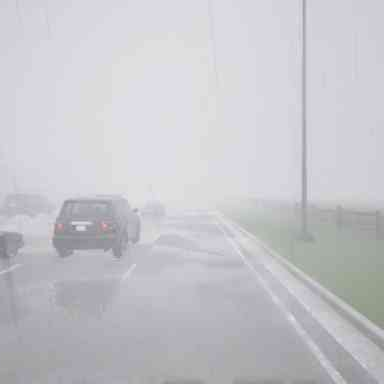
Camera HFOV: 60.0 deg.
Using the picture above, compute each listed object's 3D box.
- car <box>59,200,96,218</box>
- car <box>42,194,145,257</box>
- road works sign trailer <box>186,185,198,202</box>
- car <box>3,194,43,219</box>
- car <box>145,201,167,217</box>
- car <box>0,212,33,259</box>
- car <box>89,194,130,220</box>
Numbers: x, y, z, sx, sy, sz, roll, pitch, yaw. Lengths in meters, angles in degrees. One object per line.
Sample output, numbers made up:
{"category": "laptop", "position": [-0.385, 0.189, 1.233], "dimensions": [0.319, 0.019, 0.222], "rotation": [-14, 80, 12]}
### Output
{"category": "car", "position": [-10.409, 1.470, 30.562], "dimensions": [1.812, 1.442, 4.674], "rotation": [0, 0, 0]}
{"category": "car", "position": [-3.404, 1.198, 12.885], "dimensions": [2.150, 2.045, 5.566], "rotation": [0, 0, 0]}
{"category": "road works sign trailer", "position": [-0.021, 0.339, 69.811], "dimensions": [2.380, 3.560, 2.880], "rotation": [0, 0, 0]}
{"category": "car", "position": [-13.909, 1.170, 28.609], "dimensions": [2.150, 2.045, 5.566], "rotation": [0, 0, 0]}
{"category": "car", "position": [-3.408, 1.510, 30.083], "dimensions": [1.994, 1.385, 4.181], "rotation": [0, 0, 0]}
{"category": "car", "position": [-6.903, 1.530, 9.456], "dimensions": [2.033, 1.411, 5.357], "rotation": [0, 0, 0]}
{"category": "car", "position": [-6.909, 1.170, 28.661], "dimensions": [2.150, 2.045, 5.566], "rotation": [0, 0, 0]}
